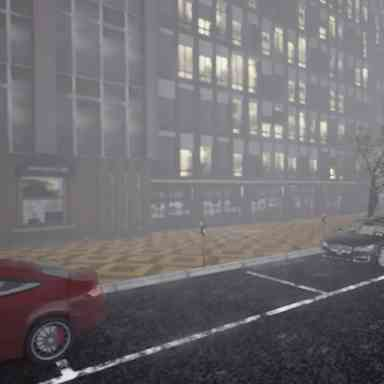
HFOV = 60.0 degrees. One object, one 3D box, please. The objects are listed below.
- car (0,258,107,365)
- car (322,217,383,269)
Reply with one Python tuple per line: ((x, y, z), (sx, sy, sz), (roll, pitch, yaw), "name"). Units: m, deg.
((-3.222, 1.583, 4.270), (4.206, 1.307, 1.802), (0, 0, -36), "car")
((6.030, 1.519, 10.874), (4.403, 1.369, 2.008), (0, 0, -36), "car")
